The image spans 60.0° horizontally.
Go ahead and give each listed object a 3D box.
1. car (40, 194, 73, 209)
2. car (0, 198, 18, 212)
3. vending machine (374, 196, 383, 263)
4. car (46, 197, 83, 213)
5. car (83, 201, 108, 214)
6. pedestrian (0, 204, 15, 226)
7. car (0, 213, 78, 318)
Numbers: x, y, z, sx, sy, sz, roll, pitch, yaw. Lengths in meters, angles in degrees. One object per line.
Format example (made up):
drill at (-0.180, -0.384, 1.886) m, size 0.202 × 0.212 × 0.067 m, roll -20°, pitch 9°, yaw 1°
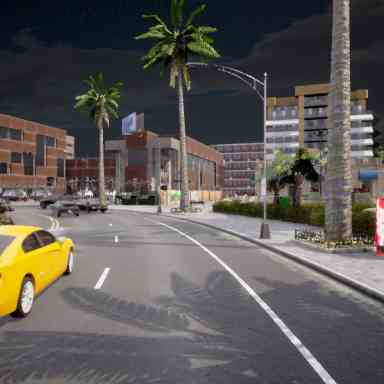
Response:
car at (-17.568, 1.221, 43.373) m, size 5.566 × 2.045 × 2.150 m, roll 0°, pitch 0°, yaw 38°
car at (-21.326, 1.564, 36.668) m, size 4.181 × 1.385 × 1.994 m, roll 0°, pitch 0°, yaw 42°
vending machine at (6.625, 1.195, 10.664) m, size 1.100 × 2.100 × 0.880 m, roll 0°, pitch 0°, yaw -8°
car at (-12.136, 1.503, 31.500) m, size 1.837 × 1.490 × 4.892 m, roll 1°, pitch -1°, yaw -33°
car at (-10.800, 1.601, 35.630) m, size 1.895 × 1.301 × 4.718 m, roll 0°, pitch 0°, yaw -37°
pedestrian at (-5.697, 1.294, 10.114) m, size 0.375 × 1.860 × 0.375 m, roll 0°, pitch 0°, yaw -9°
car at (-4.047, 1.478, 7.358) m, size 1.882 × 1.535 × 5.008 m, roll 0°, pitch 0°, yaw -6°
